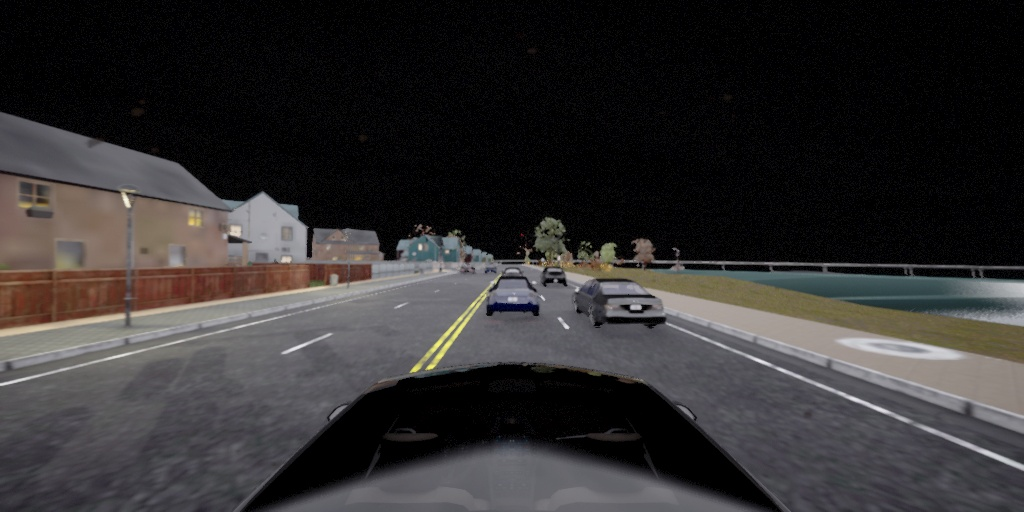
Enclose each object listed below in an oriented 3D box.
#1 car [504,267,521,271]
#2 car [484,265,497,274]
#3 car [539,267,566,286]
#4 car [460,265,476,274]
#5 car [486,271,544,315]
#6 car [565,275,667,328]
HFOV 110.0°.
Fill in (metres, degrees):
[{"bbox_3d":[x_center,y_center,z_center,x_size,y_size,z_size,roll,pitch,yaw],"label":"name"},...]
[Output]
[{"bbox_3d":[0.051,1.654,29.769,1.812,1.442,4.674,0,-1,1],"label":"car"},{"bbox_3d":[-3.273,2.049,56.062,2.033,1.411,5.357,0,-1,0],"label":"car"},{"bbox_3d":[3.294,1.626,29.151,1.837,1.490,4.892,0,0,1],"label":"car"},{"bbox_3d":[-6.548,2.031,53.591,1.994,1.385,4.181,0,-1,1],"label":"car"},{"bbox_3d":[0.048,1.483,14.372,1.994,1.385,4.181,0,-1,1],"label":"car"},{"bbox_3d":[3.272,1.433,11.940,2.033,1.411,5.357,0,-1,0],"label":"car"}]
